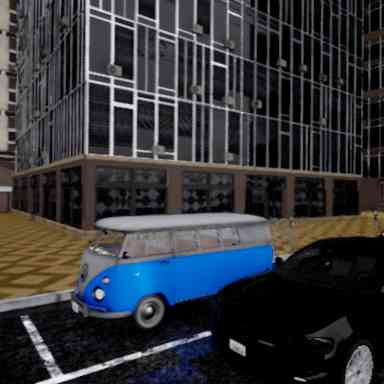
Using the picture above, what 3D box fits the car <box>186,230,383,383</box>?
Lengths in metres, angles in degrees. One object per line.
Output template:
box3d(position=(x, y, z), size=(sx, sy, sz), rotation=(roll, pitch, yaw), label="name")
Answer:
box3d(position=(2.547, 1.485, 5.189), size=(5.008, 1.535, 1.882), rotation=(0, 0, -35), label="car")

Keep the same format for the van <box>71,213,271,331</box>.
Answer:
box3d(position=(-0.161, 1.341, 6.584), size=(3.998, 1.788, 1.690), rotation=(0, 0, -35), label="van")
